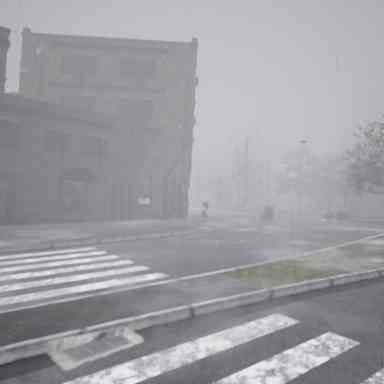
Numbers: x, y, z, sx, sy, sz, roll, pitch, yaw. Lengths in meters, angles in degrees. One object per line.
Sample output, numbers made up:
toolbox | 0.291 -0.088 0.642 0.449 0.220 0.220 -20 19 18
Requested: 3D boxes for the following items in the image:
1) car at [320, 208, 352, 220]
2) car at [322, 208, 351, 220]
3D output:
car | 22.466 3.421 51.848 5.008 1.535 1.882 4 -3 -26
car | 20.123 2.964 46.182 4.553 1.767 2.097 5 -3 -40
